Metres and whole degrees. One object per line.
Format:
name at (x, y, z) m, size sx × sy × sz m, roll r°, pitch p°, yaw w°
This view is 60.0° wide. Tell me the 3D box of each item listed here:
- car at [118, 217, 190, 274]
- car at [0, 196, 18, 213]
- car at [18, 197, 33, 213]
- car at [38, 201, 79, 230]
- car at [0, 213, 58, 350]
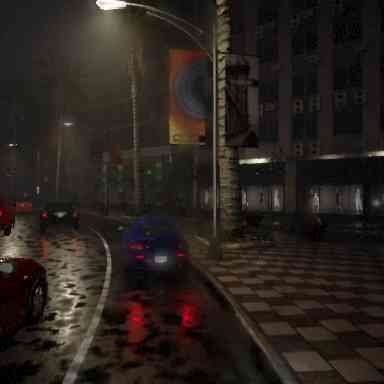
car at (-1.323, 1.524, 10.585) m, size 1.812 × 1.442 × 4.674 m, roll 0°, pitch 0°, yaw -14°
car at (-11.090, 1.211, 18.352) m, size 2.150 × 2.045 × 5.566 m, roll 0°, pitch 0°, yaw -26°
car at (-18.065, 1.332, 33.976) m, size 4.553 × 1.767 × 2.097 m, roll 0°, pitch 0°, yaw 45°
car at (-8.320, 1.343, 20.538) m, size 2.097 × 1.767 × 4.553 m, roll 0°, pitch 0°, yaw -26°
car at (-3.464, 1.348, 4.103) m, size 2.097 × 1.767 × 4.553 m, roll 0°, pitch 0°, yaw -6°
